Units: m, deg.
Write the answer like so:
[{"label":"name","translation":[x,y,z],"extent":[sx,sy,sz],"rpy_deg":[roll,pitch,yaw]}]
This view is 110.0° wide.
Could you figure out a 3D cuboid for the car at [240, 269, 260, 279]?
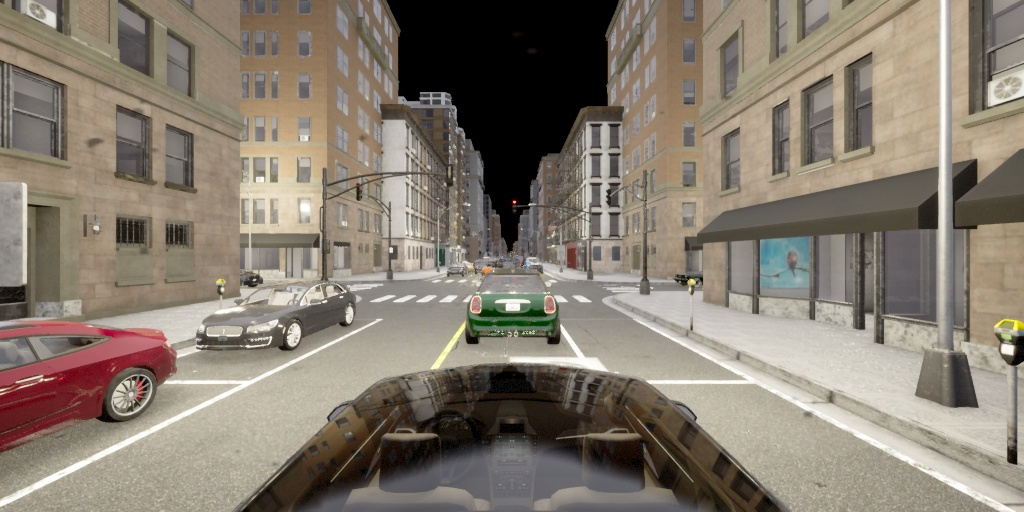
[{"label":"car","translation":[-17.145,1.223,21.094],"extent":[4.181,1.385,1.994],"rpy_deg":[0,0,0]}]

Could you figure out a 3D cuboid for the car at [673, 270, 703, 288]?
[{"label":"car","translation":[13.495,1.431,24.097],"extent":[4.718,1.301,1.895],"rpy_deg":[0,0,0]}]

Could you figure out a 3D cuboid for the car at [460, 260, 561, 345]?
[{"label":"car","translation":[0.040,1.102,9.703],"extent":[2.097,1.767,4.553],"rpy_deg":[0,0,1]}]

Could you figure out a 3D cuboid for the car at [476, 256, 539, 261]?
[{"label":"car","translation":[-0.291,1.099,24.832],"extent":[2.097,1.767,4.553],"rpy_deg":[1,0,-35]}]

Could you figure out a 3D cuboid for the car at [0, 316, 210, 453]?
[{"label":"car","translation":[-5.389,1.332,3.179],"extent":[1.802,1.307,4.207],"rpy_deg":[0,0,0]}]

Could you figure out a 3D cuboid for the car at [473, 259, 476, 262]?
[{"label":"car","translation":[-2.845,1.097,38.721],"extent":[2.097,1.767,4.553],"rpy_deg":[0,0,0]}]

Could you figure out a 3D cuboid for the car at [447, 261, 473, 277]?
[{"label":"car","translation":[-5.394,1.296,35.736],"extent":[2.007,1.370,4.403],"rpy_deg":[0,0,0]}]

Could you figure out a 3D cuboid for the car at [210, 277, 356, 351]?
[{"label":"car","translation":[-5.389,1.300,8.860],"extent":[2.007,1.370,4.403],"rpy_deg":[0,0,0]}]
